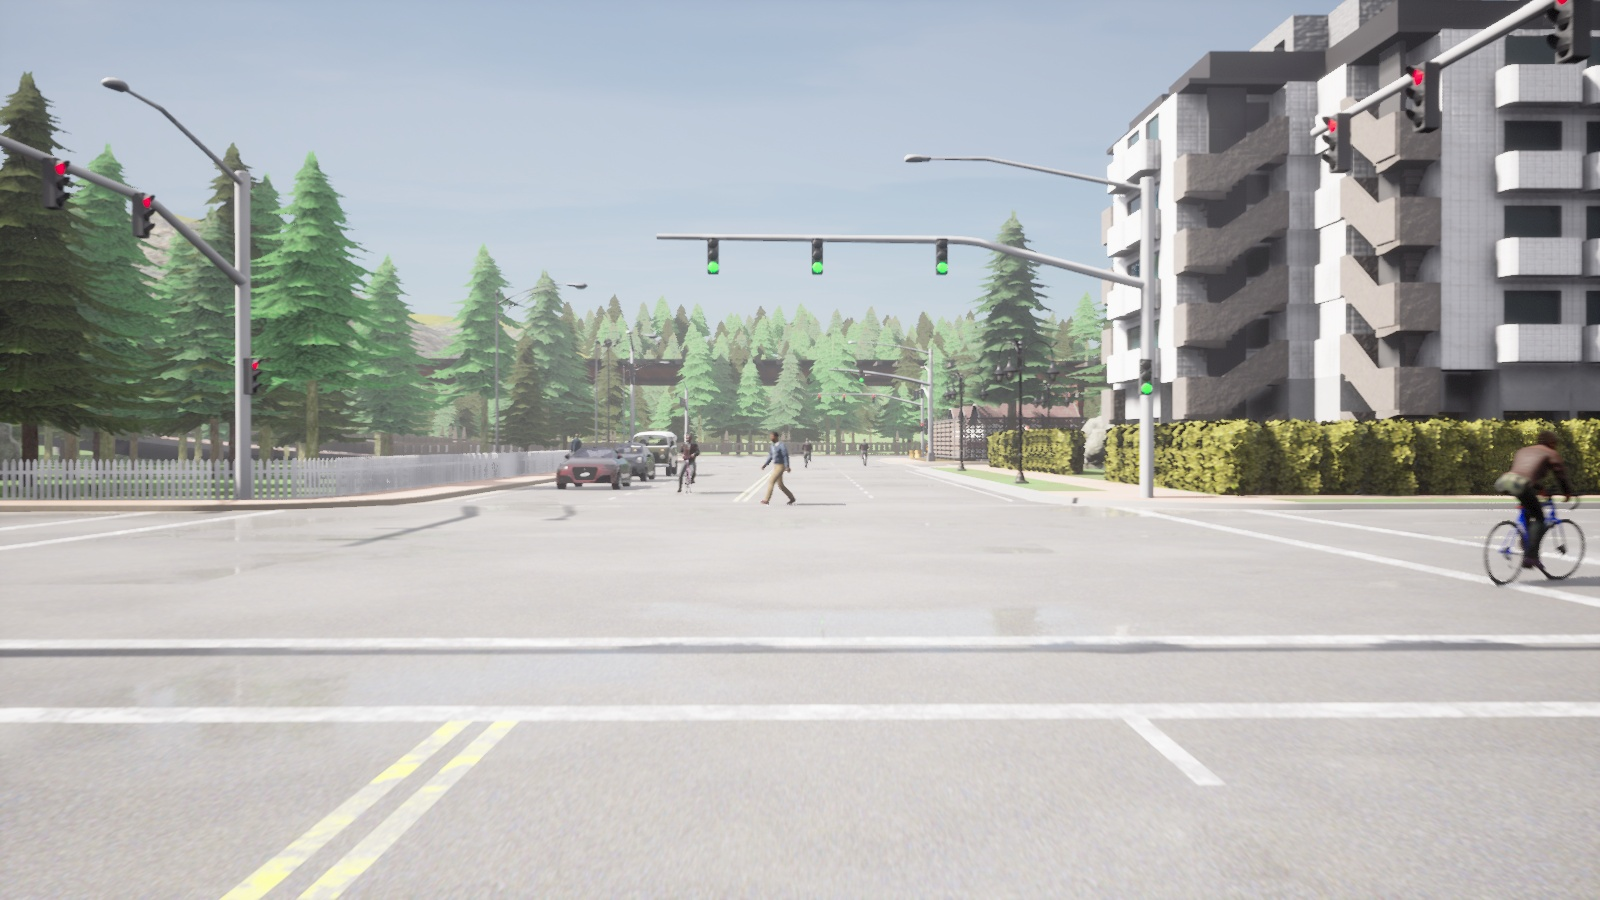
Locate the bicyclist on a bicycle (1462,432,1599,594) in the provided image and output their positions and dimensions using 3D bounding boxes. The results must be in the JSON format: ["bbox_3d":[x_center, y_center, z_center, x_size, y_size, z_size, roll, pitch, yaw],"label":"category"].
[{"bbox_3d":[7.848,0.631,13.282,1.656,1.620,0.582,0,2,-26],"label":"bicyclist on a bicycle"}]

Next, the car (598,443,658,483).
[{"bbox_3d":[-6.705,0.477,49.304,1.845,1.501,3.633,0,0,0],"label":"car"}]

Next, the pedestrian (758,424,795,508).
[{"bbox_3d":[-0.554,0.372,29.663,0.788,1.949,0.423,0,0,-23],"label":"pedestrian"}]

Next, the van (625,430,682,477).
[{"bbox_3d":[-6.657,0.140,57.535,2.069,2.038,4.480,0,0,1],"label":"van"}]

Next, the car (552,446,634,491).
[{"bbox_3d":[-6.751,0.572,41.361,1.994,1.385,4.181,0,0,0],"label":"car"}]
